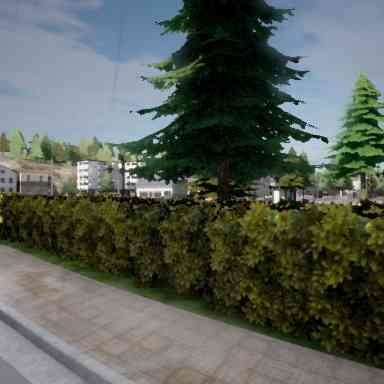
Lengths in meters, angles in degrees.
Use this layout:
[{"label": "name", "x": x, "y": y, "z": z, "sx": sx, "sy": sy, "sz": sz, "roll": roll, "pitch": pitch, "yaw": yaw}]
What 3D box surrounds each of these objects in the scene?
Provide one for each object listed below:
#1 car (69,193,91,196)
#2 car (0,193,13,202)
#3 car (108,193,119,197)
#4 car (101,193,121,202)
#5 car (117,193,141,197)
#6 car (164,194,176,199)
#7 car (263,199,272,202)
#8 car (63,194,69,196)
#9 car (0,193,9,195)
[{"label": "car", "x": -26.512, "y": 1.153, "z": 81.228, "sx": 5.027, "sy": 1.636, "sz": 2.152, "roll": 0, "pitch": 0, "yaw": -45}, {"label": "car", "x": -41.120, "y": 1.097, "z": 71.295, "sx": 4.605, "sy": 1.855, "sz": 1.932, "roll": 0, "pitch": 0, "yaw": -45}, {"label": "car", "x": -15.223, "y": 1.097, "z": 70.309, "sx": 4.605, "sy": 1.855, "sz": 1.932, "roll": 0, "pitch": 0, "yaw": -45}, {"label": "car", "x": -17.552, "y": 1.077, "z": 72.095, "sx": 3.866, "sy": 1.878, "sz": 1.905, "roll": 0, "pitch": 0, "yaw": -45}, {"label": "car", "x": -9.692, "y": 1.384, "z": 53.878, "sx": 3.806, "sy": 1.475, "sz": 1.970, "roll": 0, "pitch": 0, "yaw": -45}, {"label": "car", "x": -2.224, "y": 1.221, "z": 37.422, "sx": 5.566, "sy": 2.045, "sz": 2.150, "roll": 0, "pitch": 0, "yaw": -45}, {"label": "car", "x": 9.908, "y": 1.478, "z": 44.336, "sx": 5.008, "sy": 1.535, "sz": 1.882, "roll": 0, "pitch": 0, "yaw": -45}, {"label": "car", "x": -31.237, "y": 1.232, "z": 85.583, "sx": 3.806, "sy": 1.475, "sz": 1.970, "roll": 0, "pitch": 0, "yaw": -45}, {"label": "car", "x": -23.119, "y": 1.330, "z": 40.911, "sx": 5.027, "sy": 1.636, "sz": 2.152, "roll": 0, "pitch": 0, "yaw": -45}]
